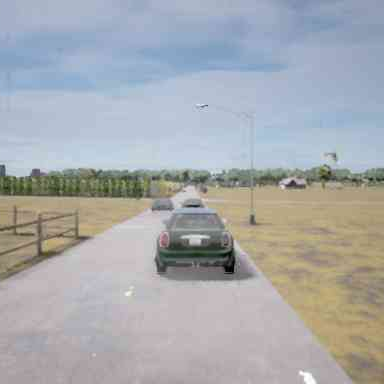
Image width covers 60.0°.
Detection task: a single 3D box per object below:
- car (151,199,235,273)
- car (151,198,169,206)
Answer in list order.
[{"bbox_3d":[0.089,1.260,10.520,2.097,1.767,4.553,0,0,0],"label":"car"},{"bbox_3d":[-2.844,1.247,32.695,1.994,1.385,4.181,0,1,0],"label":"car"}]
